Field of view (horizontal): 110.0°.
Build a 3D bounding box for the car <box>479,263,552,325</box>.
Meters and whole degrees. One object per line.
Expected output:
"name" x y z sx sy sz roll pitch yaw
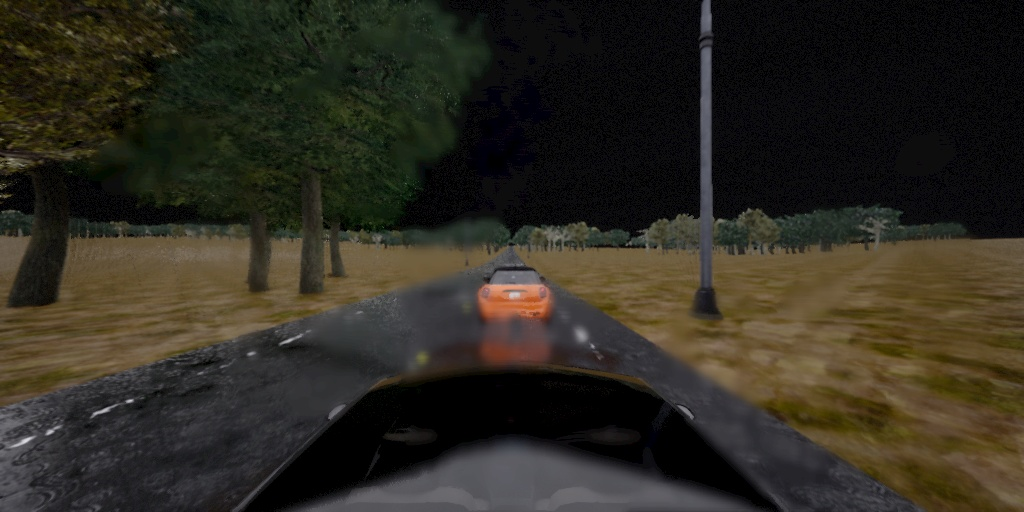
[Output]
"car" 0.102 1.106 12.008 2.097 1.767 4.553 0 0 0
